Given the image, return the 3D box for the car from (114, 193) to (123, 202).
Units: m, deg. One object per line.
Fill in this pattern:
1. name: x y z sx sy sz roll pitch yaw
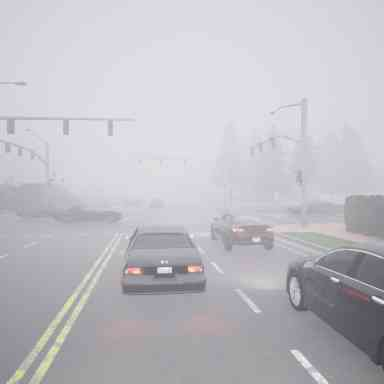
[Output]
1. car: -12.939 1.352 54.044 2.097 1.767 4.553 0 0 -6

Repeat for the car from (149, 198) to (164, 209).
1. car: -4.892 1.564 46.165 1.994 1.385 4.181 0 0 -6

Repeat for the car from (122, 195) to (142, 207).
1. car: -9.016 1.526 50.276 1.812 1.442 4.674 0 0 -6

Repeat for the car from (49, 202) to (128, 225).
1. car: -7.243 1.601 23.647 4.718 1.301 1.895 0 0 -5

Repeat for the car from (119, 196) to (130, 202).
1. car: -15.038 1.540 74.121 2.033 1.411 5.357 0 0 -6

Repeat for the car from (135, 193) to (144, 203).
1. car: -9.990 1.478 59.450 1.882 1.535 5.008 0 0 -6

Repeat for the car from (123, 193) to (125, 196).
1. car: -13.937 1.222 63.637 2.150 2.045 5.566 0 0 -6

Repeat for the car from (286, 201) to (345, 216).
1. car: 12.072 1.547 32.487 5.357 1.411 2.033 0 0 -5

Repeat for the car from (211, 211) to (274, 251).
1. car: 2.010 1.526 14.137 1.812 1.442 4.674 0 0 -7

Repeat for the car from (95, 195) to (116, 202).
1. car: -12.033 1.491 44.885 2.128 1.511 4.902 0 0 -4

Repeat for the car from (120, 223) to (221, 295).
1. car: -0.834 1.547 8.876 2.033 1.411 5.357 0 0 -7

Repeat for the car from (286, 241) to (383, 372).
1. car: 2.983 1.505 4.942 1.837 1.490 4.892 0 0 -5

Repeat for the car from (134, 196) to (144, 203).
1. car: -11.024 1.524 69.598 1.812 1.442 4.674 0 0 -6

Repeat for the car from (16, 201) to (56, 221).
1. car: -11.486 1.493 26.805 4.902 1.511 2.128 0 0 -5
